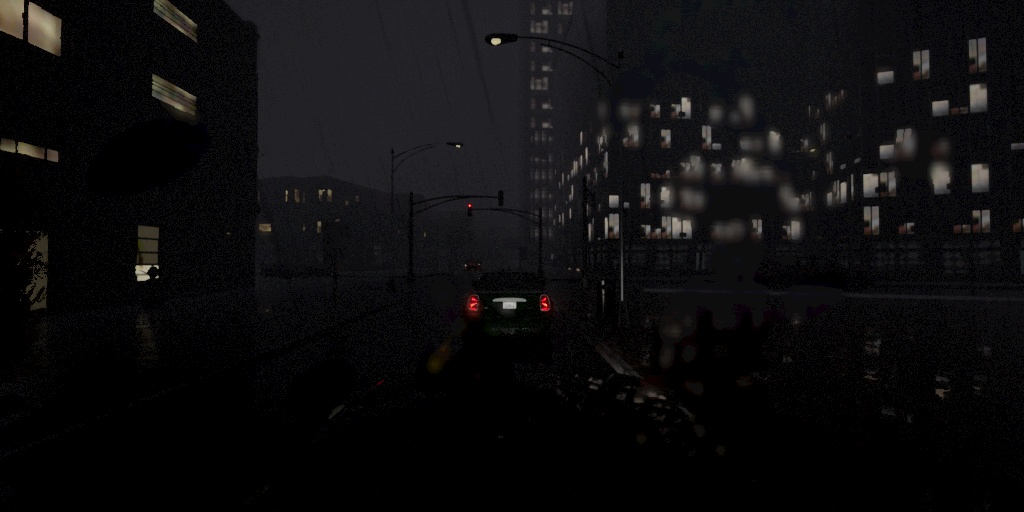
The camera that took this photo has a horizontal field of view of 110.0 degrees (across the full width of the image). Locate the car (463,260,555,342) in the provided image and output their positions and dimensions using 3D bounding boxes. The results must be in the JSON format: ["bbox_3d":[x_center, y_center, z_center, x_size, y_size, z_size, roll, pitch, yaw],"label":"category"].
[{"bbox_3d":[-0.088,1.104,9.990,2.097,1.767,4.553,0,0,-1],"label":"car"}]

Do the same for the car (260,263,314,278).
[{"bbox_3d":[-20.166,1.320,31.691,4.313,1.339,1.948,0,0,19],"label":"car"}]

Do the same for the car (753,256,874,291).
[{"bbox_3d":[16.022,0.930,19.378,5.009,1.841,2.192,0,0,19],"label":"car"}]

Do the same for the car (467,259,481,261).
[{"bbox_3d":[-4.965,1.111,45.419,2.097,1.767,4.553,0,0,-5],"label":"car"}]

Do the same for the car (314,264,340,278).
[{"bbox_3d":[-18.651,1.393,33.792,4.718,1.301,1.895,0,-1,19],"label":"car"}]
